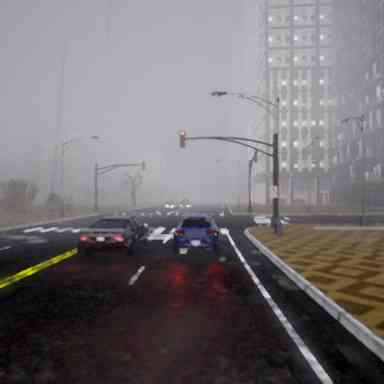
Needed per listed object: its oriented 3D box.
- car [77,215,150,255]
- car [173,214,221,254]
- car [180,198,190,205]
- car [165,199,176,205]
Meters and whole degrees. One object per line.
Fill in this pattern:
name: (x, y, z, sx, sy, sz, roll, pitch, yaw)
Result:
car: (-3.036, 1.677, 13.876, 2.033, 1.411, 5.357, 0, 0, 2)
car: (0.239, 1.659, 14.150, 1.812, 1.442, 4.674, 0, 0, 3)
car: (-1.435, 2.191, 73.402, 1.837, 1.490, 4.892, 0, -1, 5)
car: (-4.671, 2.216, 73.698, 2.128, 1.511, 4.902, 0, -1, 5)
